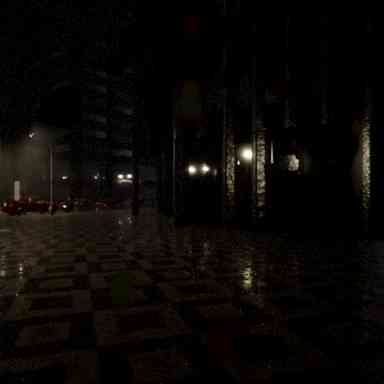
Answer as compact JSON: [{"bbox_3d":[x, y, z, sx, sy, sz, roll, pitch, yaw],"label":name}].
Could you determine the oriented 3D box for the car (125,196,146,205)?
[{"bbox_3d":[-9.563,1.413,55.338,1.967,1.590,4.097,0,0,35],"label":"car"}]

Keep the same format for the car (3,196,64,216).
[{"bbox_3d":[-15.398,1.311,31.914,2.192,1.841,5.009,0,0,35],"label":"car"}]

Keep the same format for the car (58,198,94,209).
[{"bbox_3d":[-15.979,1.524,46.062,1.887,1.381,4.507,0,0,35],"label":"car"}]

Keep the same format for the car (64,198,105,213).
[{"bbox_3d":[-12.190,1.558,36.553,1.947,1.339,4.313,0,0,35],"label":"car"}]

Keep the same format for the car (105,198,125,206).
[{"bbox_3d":[-12.772,1.558,50.700,1.802,1.307,4.206,0,0,35],"label":"car"}]
